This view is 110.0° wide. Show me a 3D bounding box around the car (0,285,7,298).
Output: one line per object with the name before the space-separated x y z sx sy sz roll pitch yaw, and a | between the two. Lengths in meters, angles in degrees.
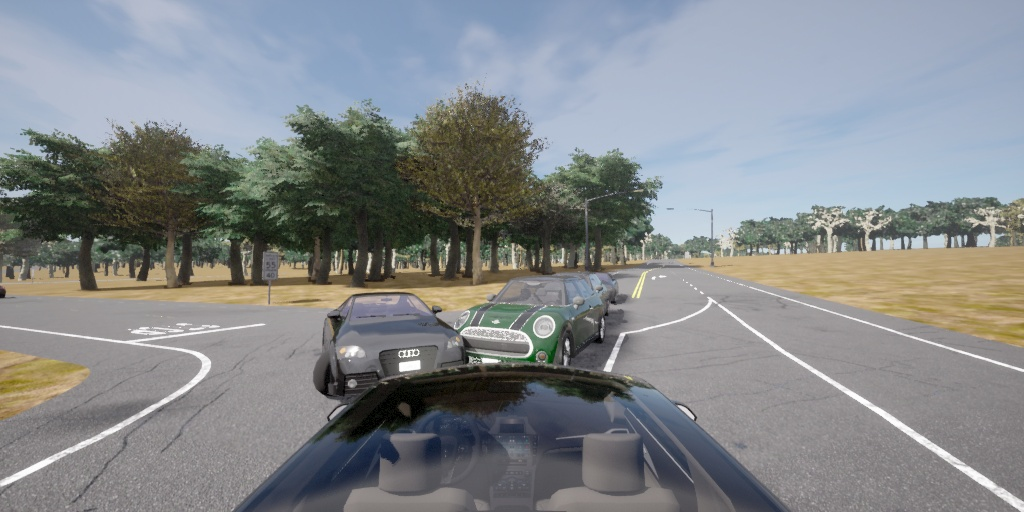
car | -40.862 2.563 27.396 4.181 1.385 1.994 -2 -3 22

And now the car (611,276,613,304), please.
car | 2.022 1.344 12.151 2.097 1.767 4.553 -1 -1 21

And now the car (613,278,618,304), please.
car | 4.216 1.509 17.878 1.994 1.385 4.181 -1 1 19

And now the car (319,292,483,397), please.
car | -2.355 1.376 6.633 1.994 1.385 4.181 1 -2 -29

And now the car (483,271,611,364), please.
car | 0.616 1.218 7.838 2.097 1.767 4.553 -1 -2 26
